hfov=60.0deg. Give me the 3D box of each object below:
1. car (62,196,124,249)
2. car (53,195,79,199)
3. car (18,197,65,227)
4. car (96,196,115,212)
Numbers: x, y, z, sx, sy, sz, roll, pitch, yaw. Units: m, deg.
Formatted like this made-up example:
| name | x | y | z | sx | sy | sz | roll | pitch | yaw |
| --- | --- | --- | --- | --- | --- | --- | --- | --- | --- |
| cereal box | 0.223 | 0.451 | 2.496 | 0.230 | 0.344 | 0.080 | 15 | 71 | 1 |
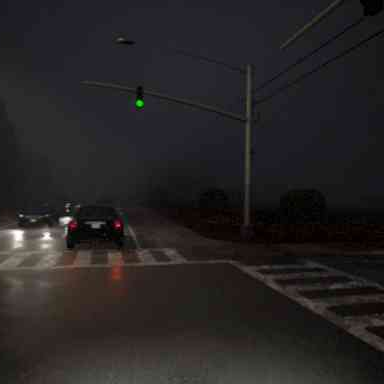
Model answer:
| name | x | y | z | sx | sy | sz | roll | pitch | yaw |
| --- | --- | --- | --- | --- | --- | --- | --- | --- | --- |
| car | -4.012 | 1.253 | 14.213 | 2.097 | 1.767 | 4.553 | 1 | 0 | -14 |
| car | -11.317 | 1.074 | 28.738 | 2.097 | 1.767 | 4.553 | 1 | 0 | -13 |
| car | -9.406 | 1.299 | 20.807 | 1.812 | 1.442 | 4.674 | 1 | 0 | -14 |
| car | -9.222 | 1.267 | 35.772 | 1.837 | 1.490 | 4.892 | 1 | 0 | -14 |
